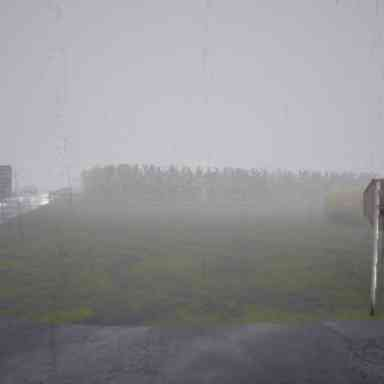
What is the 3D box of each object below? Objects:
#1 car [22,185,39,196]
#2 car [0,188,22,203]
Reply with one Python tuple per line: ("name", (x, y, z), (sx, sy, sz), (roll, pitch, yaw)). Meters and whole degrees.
("car", (-24.287, -0.223, 49.916), (1.837, 1.490, 4.892), (0, 1, -17))
("car", (-19.932, 0.345, 35.059), (2.033, 1.411, 5.357), (1, 1, -16))
